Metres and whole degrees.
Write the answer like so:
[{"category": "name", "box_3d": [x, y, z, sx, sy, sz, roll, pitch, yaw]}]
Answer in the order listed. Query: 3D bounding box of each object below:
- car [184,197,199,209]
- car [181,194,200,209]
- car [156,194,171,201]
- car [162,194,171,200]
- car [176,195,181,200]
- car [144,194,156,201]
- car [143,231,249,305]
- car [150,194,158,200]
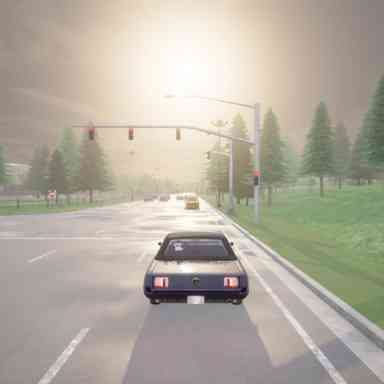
[{"category": "car", "box_3d": [-0.008, 1.575, 49.703, 2.033, 1.411, 5.357, -1, 1, 1]}, {"category": "car", "box_3d": [-0.071, 1.092, 46.179, 1.882, 1.535, 5.008, -3, 16, -4]}, {"category": "car", "box_3d": [-6.871, 1.529, 80.334, 2.033, 1.411, 5.357, 0, 0, 0]}, {"category": "car", "box_3d": [-6.854, 1.369, 90.754, 2.033, 1.411, 5.357, 0, 0, 0]}, {"category": "car", "box_3d": [-3.353, 1.550, 91.162, 1.994, 1.385, 4.181, 0, 0, 0]}, {"category": "car", "box_3d": [-10.371, 1.529, 80.340, 2.033, 1.411, 5.357, 0, 0, 0]}, {"category": "car", "box_3d": [0.092, 1.601, 8.035, 1.895, 1.301, 4.718, 0, 0, 0]}, {"category": "car", "box_3d": [-10.354, 1.330, 90.760, 1.837, 1.490, 4.892, 0, 0, 0]}]
